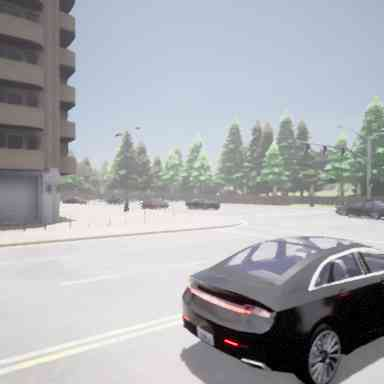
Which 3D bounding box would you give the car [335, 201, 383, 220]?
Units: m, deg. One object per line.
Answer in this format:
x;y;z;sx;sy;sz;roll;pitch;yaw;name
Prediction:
14.005;1.378;26.382;2.033;1.411;5.357;0;0;-22;car

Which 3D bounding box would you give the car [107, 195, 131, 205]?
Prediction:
-12.250;1.356;55.638;4.892;1.490;1.837;-1;-1;38;car

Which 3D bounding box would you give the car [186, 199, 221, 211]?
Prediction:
1.311;1.444;39.157;1.895;1.301;4.718;0;0;-35;car

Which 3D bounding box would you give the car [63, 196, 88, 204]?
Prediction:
-19.912;1.399;56.715;4.674;1.442;1.812;0;0;28;car

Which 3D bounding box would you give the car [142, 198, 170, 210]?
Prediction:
-4.530;1.422;41.315;1.994;1.385;4.181;0;0;-36;car

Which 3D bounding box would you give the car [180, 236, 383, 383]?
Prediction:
2.139;1.472;5.315;4.902;1.511;2.128;0;0;-35;car
